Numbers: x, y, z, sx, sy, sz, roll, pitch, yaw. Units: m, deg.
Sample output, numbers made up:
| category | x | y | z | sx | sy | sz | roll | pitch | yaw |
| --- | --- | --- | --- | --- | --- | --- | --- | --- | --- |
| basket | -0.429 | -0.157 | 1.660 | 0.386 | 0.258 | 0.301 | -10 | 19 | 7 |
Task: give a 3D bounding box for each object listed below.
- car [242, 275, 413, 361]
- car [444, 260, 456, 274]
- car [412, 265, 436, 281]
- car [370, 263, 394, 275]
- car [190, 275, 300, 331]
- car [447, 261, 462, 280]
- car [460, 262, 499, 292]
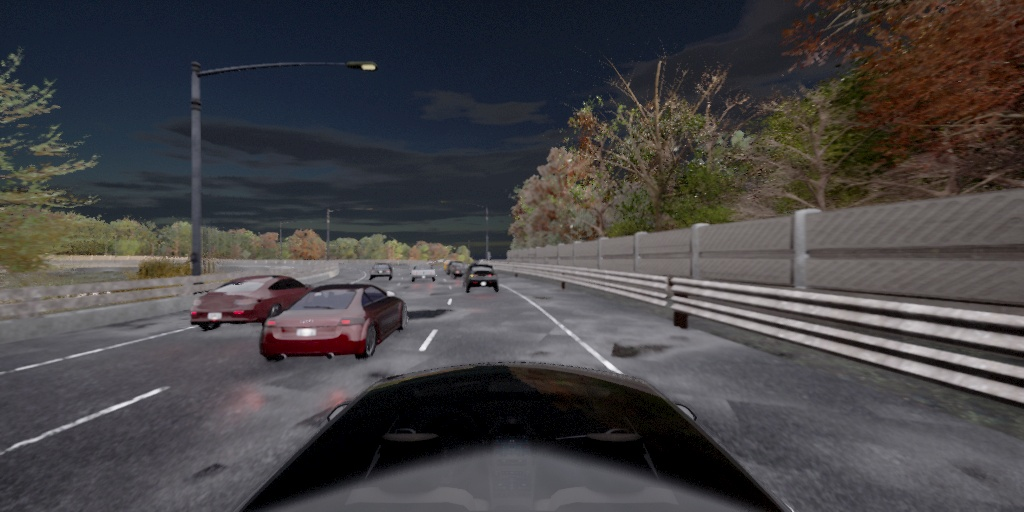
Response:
| category | x | y | z | sx | sy | sz | roll | pitch | yaw |
| --- | --- | --- | --- | --- | --- | --- | --- | --- | --- |
| car | -3.819 | 1.335 | 8.405 | 1.994 | 1.385 | 4.181 | 0 | 0 | -4 |
| car | -6.067 | 1.307 | 38.682 | 1.837 | 1.490 | 4.892 | 0 | 0 | -13 |
| car | -7.649 | 1.403 | 30.818 | 1.895 | 1.301 | 4.718 | 0 | 0 | -15 |
| car | -11.684 | 1.367 | 32.249 | 2.033 | 1.411 | 5.357 | 0 | 0 | -17 |
| car | -7.548 | 1.314 | 11.137 | 1.812 | 1.442 | 4.674 | 0 | 0 | -5 |
| car | -4.534 | 1.391 | 32.482 | 1.895 | 1.301 | 4.718 | 0 | 0 | -14 |
| car | -1.950 | 1.273 | 21.514 | 1.837 | 1.490 | 4.892 | 0 | -1 | -10 |
